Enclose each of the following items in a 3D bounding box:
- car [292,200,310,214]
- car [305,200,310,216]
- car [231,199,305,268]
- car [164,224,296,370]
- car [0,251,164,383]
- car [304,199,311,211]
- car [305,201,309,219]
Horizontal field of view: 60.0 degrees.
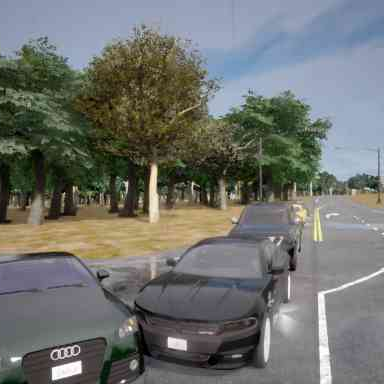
[{"bbox_3d":[13.275,1.744,40.177,1.812,1.442,4.674,-1,0,21],"label":"car"},{"bbox_3d":[9.263,1.722,29.588,1.812,1.442,4.674,-1,0,20],"label":"car"},{"bbox_3d":[2.845,1.458,12.419,2.150,2.045,5.566,-2,0,20],"label":"car"},{"bbox_3d":[0.730,1.613,6.276,1.882,1.535,5.008,-1,-2,21],"label":"car"},{"bbox_3d":[-2.315,1.643,4.976,1.994,1.385,4.181,1,-2,-33],"label":"car"},{"bbox_3d":[11.285,1.560,34.965,2.097,1.767,4.553,-1,0,21],"label":"car"},{"bbox_3d":[7.209,1.662,24.081,1.882,1.535,5.008,-1,0,20],"label":"car"}]
